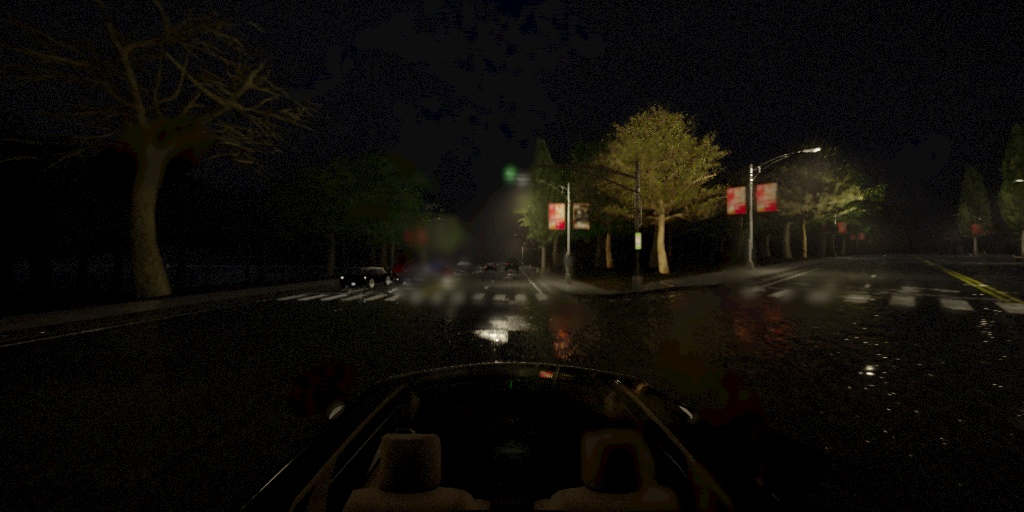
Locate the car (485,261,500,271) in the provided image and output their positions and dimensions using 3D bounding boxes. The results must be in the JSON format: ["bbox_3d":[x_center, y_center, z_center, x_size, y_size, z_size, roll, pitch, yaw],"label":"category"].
[{"bbox_3d":[-3.246,1.663,55.814,2.033,1.411,5.357,0,-1,0],"label":"car"}]

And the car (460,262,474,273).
[{"bbox_3d":[-6.517,1.609,50.296,2.033,1.411,5.357,0,-1,1],"label":"car"}]

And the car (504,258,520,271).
[{"bbox_3d":[0.004,1.336,55.847,2.150,2.045,5.566,0,-1,0],"label":"car"}]

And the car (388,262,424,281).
[{"bbox_3d":[-9.803,1.386,33.658,1.882,1.535,5.008,0,0,0],"label":"car"}]

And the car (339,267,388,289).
[{"bbox_3d":[-9.795,1.441,24.390,1.895,1.301,4.718,0,0,1],"label":"car"}]

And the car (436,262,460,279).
[{"bbox_3d":[-6.560,1.479,34.692,1.994,1.385,4.181,0,0,0],"label":"car"}]

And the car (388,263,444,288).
[{"bbox_3d":[-6.540,1.390,25.131,2.033,1.411,5.357,0,0,1],"label":"car"}]
